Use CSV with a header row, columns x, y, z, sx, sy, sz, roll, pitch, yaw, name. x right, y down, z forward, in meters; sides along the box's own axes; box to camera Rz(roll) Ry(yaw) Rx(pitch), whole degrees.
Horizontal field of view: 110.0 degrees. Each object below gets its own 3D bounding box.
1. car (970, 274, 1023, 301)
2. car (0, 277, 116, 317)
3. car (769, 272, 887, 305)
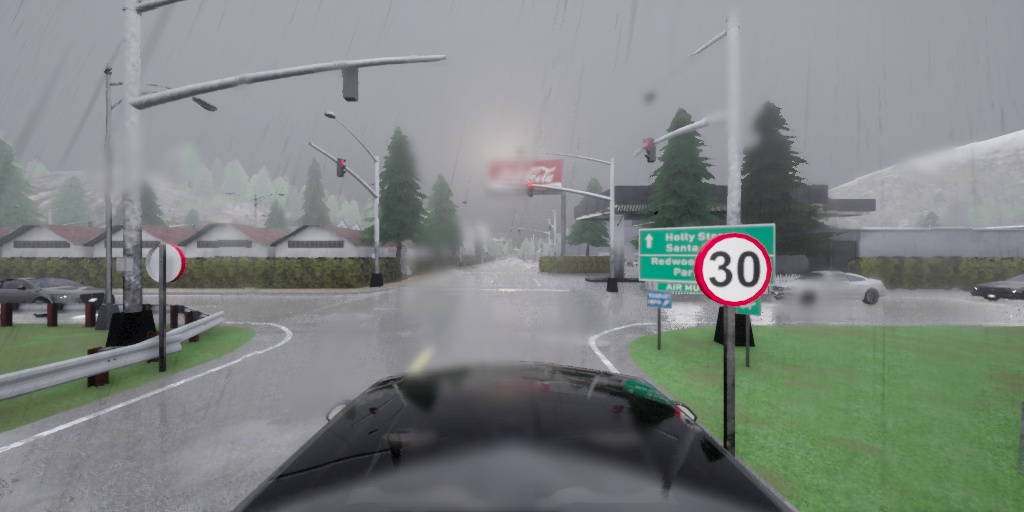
x,y,z,sx,sy,sz,roll,pitch,yaw,name
25.205,1.489,16.812,5.357,1.411,2.033,0,0,1,car
-18.055,1.505,13.768,4.181,1.385,1.994,0,0,1,car
14.854,1.467,16.948,4.674,1.442,1.812,0,0,0,car
